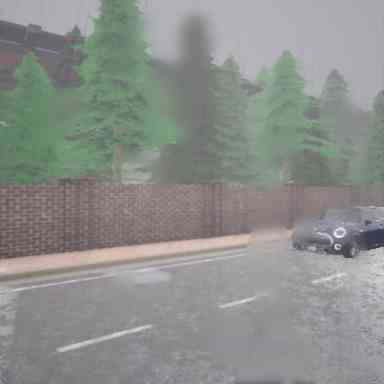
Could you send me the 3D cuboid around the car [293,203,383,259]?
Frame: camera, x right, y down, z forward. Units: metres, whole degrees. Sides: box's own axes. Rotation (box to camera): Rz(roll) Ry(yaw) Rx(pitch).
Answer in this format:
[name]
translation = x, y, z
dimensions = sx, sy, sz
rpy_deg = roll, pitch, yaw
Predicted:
[car]
translation = 5.863, 1.317, 12.540
dimensions = 4.553, 1.767, 2.097
rpy_deg = 0, 0, -36
